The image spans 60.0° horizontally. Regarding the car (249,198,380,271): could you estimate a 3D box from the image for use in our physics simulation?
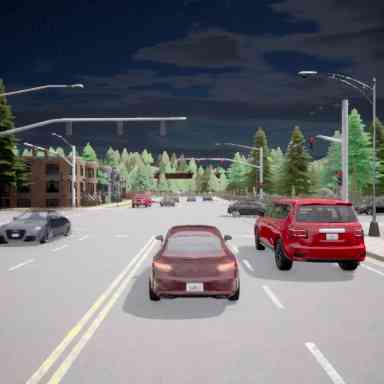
[{"bbox_3d":[3.551,1.221,11.086,2.150,2.045,5.566,0,0,0],"label":"car"}]

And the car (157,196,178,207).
[{"bbox_3d":[-3.711,1.352,51.204,2.097,1.767,4.553,0,0,0],"label":"car"}]

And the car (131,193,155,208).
[{"bbox_3d":[-7.178,1.222,47.927,2.150,2.045,5.566,0,0,2],"label":"car"}]

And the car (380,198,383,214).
[{"bbox_3d":[18.255,1.352,32.480,4.553,1.767,2.097,0,0,0],"label":"car"}]

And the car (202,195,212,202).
[{"bbox_3d":[3.342,1.355,74.368,2.097,1.767,4.553,0,0,0],"label":"car"}]

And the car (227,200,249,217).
[{"bbox_3d":[5.530,1.505,29.640,4.892,1.490,1.837,0,2,23],"label":"car"}]

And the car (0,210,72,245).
[{"bbox_3d":[-7.136,1.564,15.438,1.994,1.385,4.181,0,0,0],"label":"car"}]

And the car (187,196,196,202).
[{"bbox_3d":[-0.165,1.553,74.595,1.994,1.385,4.181,0,0,0],"label":"car"}]

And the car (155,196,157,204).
[{"bbox_3d":[-7.198,1.525,62.781,1.812,1.442,4.674,0,0,0],"label":"car"}]

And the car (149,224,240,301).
[{"bbox_3d":[0.045,1.526,8.205,1.812,1.442,4.674,0,0,0],"label":"car"}]
